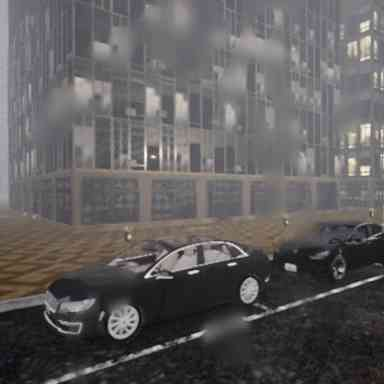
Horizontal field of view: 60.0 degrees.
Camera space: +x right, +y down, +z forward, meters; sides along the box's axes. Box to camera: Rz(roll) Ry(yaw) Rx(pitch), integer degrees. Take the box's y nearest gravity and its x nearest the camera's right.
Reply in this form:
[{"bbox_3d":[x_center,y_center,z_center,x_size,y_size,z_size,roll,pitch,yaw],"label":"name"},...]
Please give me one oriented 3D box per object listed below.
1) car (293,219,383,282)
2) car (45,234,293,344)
[{"bbox_3d":[4.246,1.497,9.591,4.313,1.339,1.947,-1,1,-36],"label":"car"},{"bbox_3d":[-0.386,1.527,6.283,4.403,1.369,2.008,-1,1,-36],"label":"car"}]
